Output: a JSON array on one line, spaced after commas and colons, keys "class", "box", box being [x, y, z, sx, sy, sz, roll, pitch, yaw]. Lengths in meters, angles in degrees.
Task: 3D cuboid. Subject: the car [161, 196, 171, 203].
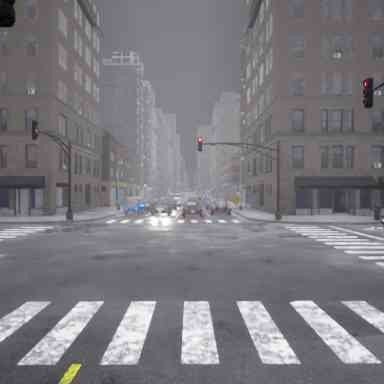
[{"class": "car", "box": [-5.614, 1.608, 73.077, 1.887, 1.381, 4.507, 0, 0, 0]}]

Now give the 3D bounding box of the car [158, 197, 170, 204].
[{"class": "car", "box": [-5.633, 1.626, 67.409, 1.947, 1.339, 4.313, 0, 0, 0]}]

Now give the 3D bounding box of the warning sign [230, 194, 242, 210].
[{"class": "warning sign", "box": [5.199, 1.153, 39.359, 1.300, 1.860, 1.060, 0, 0, 0]}]

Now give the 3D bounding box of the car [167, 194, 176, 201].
[{"class": "car", "box": [-5.557, 1.386, 90.082, 2.192, 1.841, 5.009, 0, 0, 0]}]

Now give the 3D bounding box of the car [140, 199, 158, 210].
[{"class": "car", "box": [-5.710, 1.608, 44.736, 1.947, 1.339, 4.313, 0, 0, 0]}]

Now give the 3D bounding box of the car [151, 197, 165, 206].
[{"class": "car", "box": [-5.672, 1.618, 56.073, 1.947, 1.339, 4.313, 0, 0, 0]}]

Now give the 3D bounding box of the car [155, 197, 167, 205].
[{"class": "car", "box": [-5.653, 1.581, 61.571, 1.752, 1.417, 4.829, 0, 0, 0]}]

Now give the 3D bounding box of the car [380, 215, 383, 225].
[{"class": "car", "box": [14.348, 1.535, 20.721, 4.892, 1.490, 1.837, -1, 0, 0]}]

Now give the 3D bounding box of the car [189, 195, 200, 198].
[{"class": "car", "box": [0.210, 1.658, 62.974, 1.895, 1.301, 4.718, 0, 0, 0]}]

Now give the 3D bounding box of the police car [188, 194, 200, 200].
[{"class": "police car", "box": [0.593, 1.499, 95.392, 1.930, 1.638, 5.238, 0, 0, -16]}]

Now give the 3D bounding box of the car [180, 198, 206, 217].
[{"class": "car", "box": [0.083, 1.555, 31.884, 1.812, 1.442, 4.674, 0, 0, 0]}]

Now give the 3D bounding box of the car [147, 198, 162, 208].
[{"class": "car", "box": [-5.691, 1.629, 50.404, 1.802, 1.307, 4.206, 0, 0, 0]}]

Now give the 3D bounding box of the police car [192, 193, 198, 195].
[{"class": "police car", "box": [1.062, 1.491, 79.469, 1.930, 1.638, 5.238, 0, 0, -1]}]

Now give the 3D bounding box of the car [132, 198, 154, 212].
[{"class": "car", "box": [-5.729, 1.477, 39.068, 1.967, 1.590, 4.097, 0, 0, 0]}]

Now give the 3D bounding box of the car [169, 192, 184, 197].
[{"class": "car", "box": [-2.904, 1.272, 54.515, 2.150, 2.045, 5.566, 0, 0, 0]}]

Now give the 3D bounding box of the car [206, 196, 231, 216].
[{"class": "car", "box": [2.777, 1.472, 33.373, 1.967, 1.590, 4.097, 0, 0, 0]}]

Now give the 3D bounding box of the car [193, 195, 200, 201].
[{"class": "car", "box": [1.087, 1.527, 89.564, 1.801, 1.575, 5.366, 0, 0, 0]}]

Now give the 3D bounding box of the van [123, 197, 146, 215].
[{"class": "van", "box": [-5.749, 1.372, 33.399, 1.690, 1.788, 3.998, 0, 0, 0]}]

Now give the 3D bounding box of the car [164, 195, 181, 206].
[{"class": "car", "box": [-2.954, 1.533, 43.785, 2.128, 1.511, 4.902, 0, 0, 0]}]

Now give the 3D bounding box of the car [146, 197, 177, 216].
[{"class": "car", "box": [-2.993, 1.523, 33.540, 2.128, 1.511, 4.902, 0, 0, 0]}]

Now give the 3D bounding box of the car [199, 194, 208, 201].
[{"class": "car", "box": [2.950, 1.384, 84.396, 2.192, 1.841, 5.009, 0, 0, 0]}]

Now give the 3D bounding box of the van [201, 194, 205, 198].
[{"class": "van", "box": [2.854, 1.393, 56.049, 1.690, 1.788, 3.998, 0, 0, 0]}]

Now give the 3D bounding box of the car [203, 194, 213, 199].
[{"class": "car", "box": [2.816, 1.483, 44.711, 1.967, 1.590, 4.097, 0, 0, 0]}]
